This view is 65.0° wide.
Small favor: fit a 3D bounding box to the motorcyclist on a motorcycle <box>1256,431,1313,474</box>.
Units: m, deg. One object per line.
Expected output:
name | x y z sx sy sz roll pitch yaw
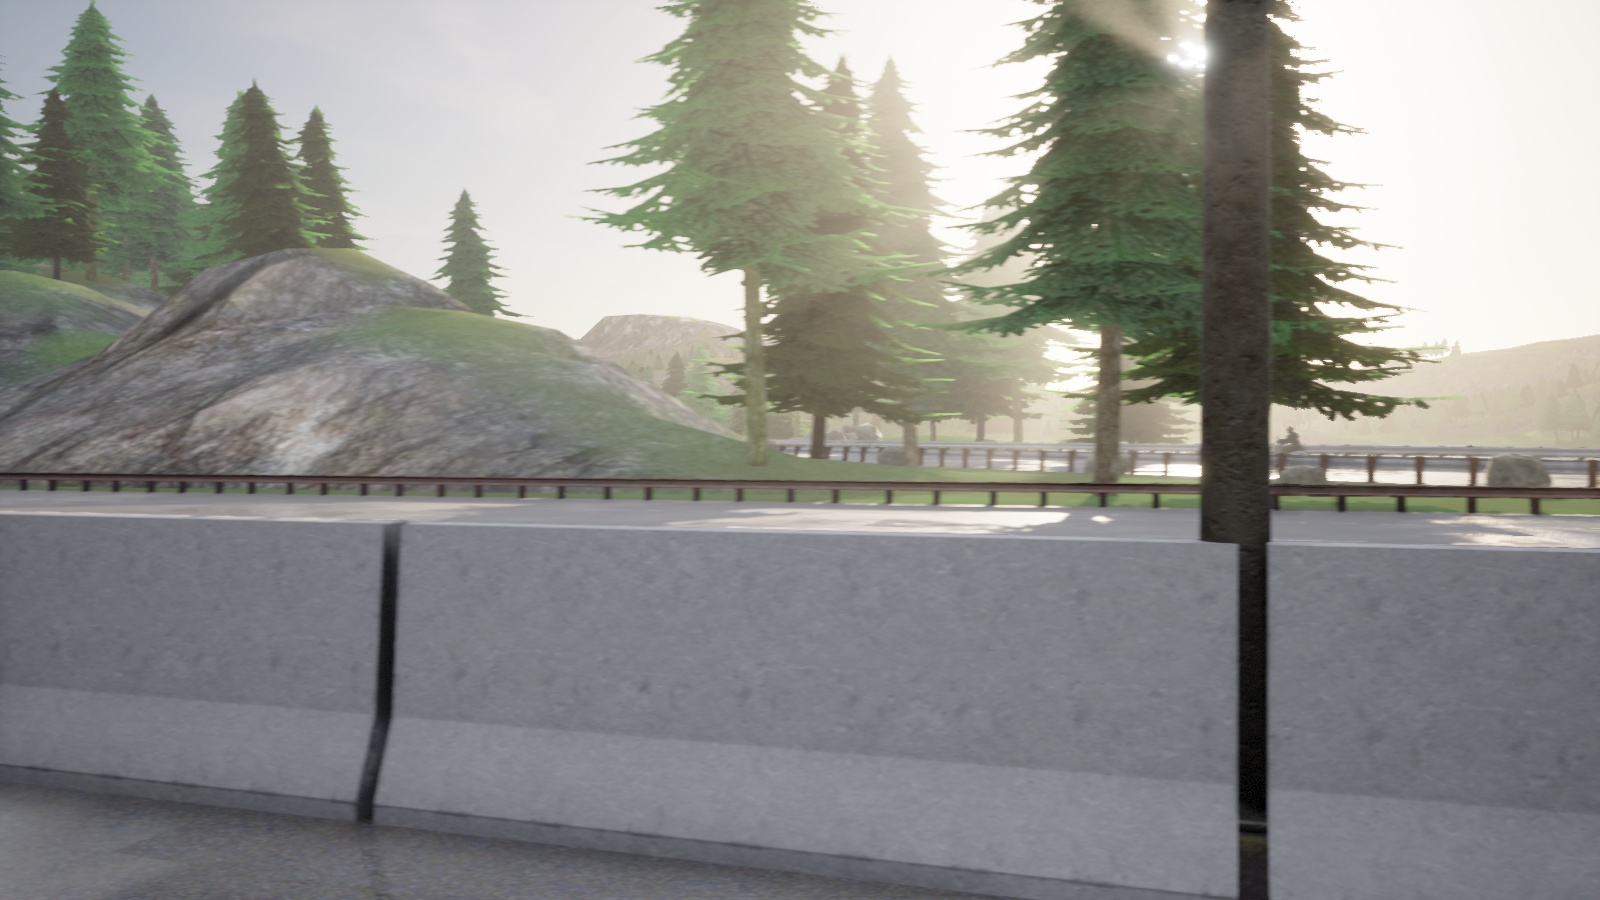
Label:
motorcyclist on a motorcycle | 18.334 0.069 47.522 0.866 1.590 1.817 0 1 -33
